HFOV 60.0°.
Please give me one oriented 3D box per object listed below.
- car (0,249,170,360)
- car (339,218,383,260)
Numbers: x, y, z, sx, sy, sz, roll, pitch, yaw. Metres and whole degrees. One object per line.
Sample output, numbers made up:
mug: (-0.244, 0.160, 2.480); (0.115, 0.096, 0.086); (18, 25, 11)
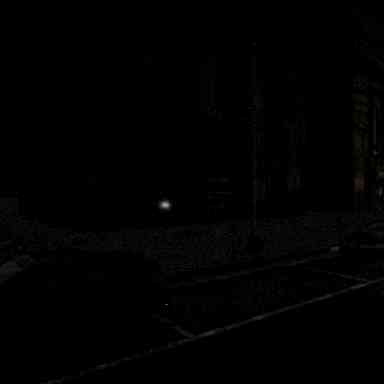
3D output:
car: (-2.316, 1.582, 4.993); (4.206, 1.307, 1.802); (0, 0, -35)
car: (6.862, 1.590, 11.538); (4.206, 1.307, 1.802); (0, 0, -35)
